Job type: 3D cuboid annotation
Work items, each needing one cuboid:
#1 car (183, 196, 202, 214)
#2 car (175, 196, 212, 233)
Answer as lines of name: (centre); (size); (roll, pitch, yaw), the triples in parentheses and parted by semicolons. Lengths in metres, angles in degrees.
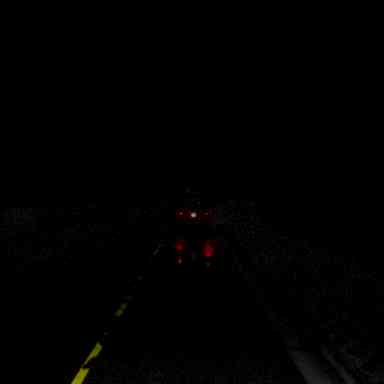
car: (0.054, 1.480, 40.490); (2.150, 2.045, 5.566); (0, 0, 0)
car: (0.080, 1.379, 21.060); (2.150, 2.045, 5.566); (0, 0, 0)
